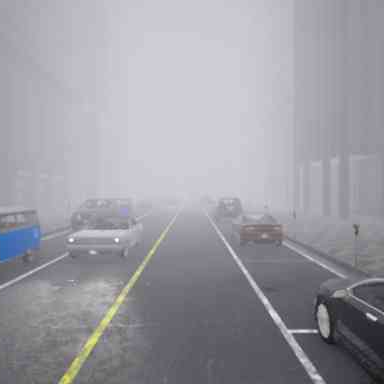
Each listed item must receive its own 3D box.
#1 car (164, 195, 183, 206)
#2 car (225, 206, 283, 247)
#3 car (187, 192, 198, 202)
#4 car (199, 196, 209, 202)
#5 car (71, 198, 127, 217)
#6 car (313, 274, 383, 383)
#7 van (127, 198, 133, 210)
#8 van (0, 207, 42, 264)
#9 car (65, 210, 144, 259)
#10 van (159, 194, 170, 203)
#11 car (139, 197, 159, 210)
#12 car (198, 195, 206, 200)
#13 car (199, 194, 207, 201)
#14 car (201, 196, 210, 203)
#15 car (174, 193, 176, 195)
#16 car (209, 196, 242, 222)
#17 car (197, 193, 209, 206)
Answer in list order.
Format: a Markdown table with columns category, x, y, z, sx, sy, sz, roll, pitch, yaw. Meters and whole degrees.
| category | x | y | z | sx | sy | sz | roll | pitch | yaw |
| --- | --- | --- | --- | --- | --- | --- | --- | --- | --- |
| car | -3.035 | 1.573 | 55.627 | 1.994 | 1.385 | 4.181 | 0 | 0 | 1 |
| car | 2.766 | 1.541 | 14.900 | 1.887 | 1.381 | 4.507 | 0 | 0 | 0 |
| car | 0.024 | 1.116 | 72.962 | 2.150 | 2.045 | 5.566 | 0 | 0 | 0 |
| car | 2.786 | 1.574 | 76.899 | 2.008 | 1.369 | 4.403 | 0 | 0 | 0 |
| car | -5.758 | 1.311 | 20.523 | 2.192 | 1.841 | 5.009 | 0 | 0 | 0 |
| car | 2.762 | 1.550 | 3.627 | 2.008 | 1.369 | 4.403 | 0 | 0 | 0 |
| van | -5.756 | 1.337 | 26.160 | 1.690 | 1.788 | 3.998 | 0 | 0 | 0 |
| van | -5.761 | 1.339 | 9.251 | 1.690 | 1.788 | 3.998 | 0 | 0 | 0 |
| car | -3.097 | 1.598 | 12.656 | 1.895 | 1.301 | 4.718 | 0 | 0 | 0 |
| van | -5.744 | 1.357 | 65.617 | 1.690 | 1.788 | 3.998 | 0 | 0 | 0 |
| car | -5.750 | 1.546 | 43.070 | 1.887 | 1.381 | 4.507 | 0 | 0 | 0 |
| car | 2.791 | 1.601 | 93.807 | 1.947 | 1.339 | 4.313 | 0 | 0 | 0 |
| car | 2.789 | 1.471 | 88.171 | 1.967 | 1.590 | 4.097 | 0 | 0 | 0 |
| car | 2.784 | 1.545 | 71.432 | 1.752 | 1.417 | 4.829 | 0 | 0 | 0 |
| car | -5.738 | 1.342 | 82.527 | 2.192 | 1.841 | 5.009 | 0 | 0 | 0 |
| car | 2.769 | 1.311 | 26.172 | 2.192 | 1.841 | 5.009 | 0 | 0 | 0 |
| car | 2.406 | 1.362 | 55.638 | 2.097 | 1.767 | 4.553 | 0 | 0 | 0 |
